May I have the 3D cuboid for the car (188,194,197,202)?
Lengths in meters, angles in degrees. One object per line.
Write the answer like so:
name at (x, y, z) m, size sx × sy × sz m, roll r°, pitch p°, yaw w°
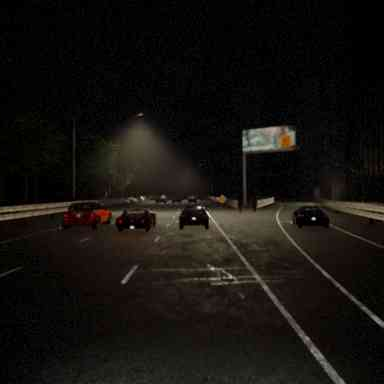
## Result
car at (0.121, 1.463, 83.891) m, size 2.097 × 1.767 × 4.553 m, roll 0°, pitch 0°, yaw 0°

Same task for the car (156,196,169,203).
car at (-6.893, 1.793, 73.925) m, size 1.994 × 1.385 × 4.181 m, roll 0°, pitch 0°, yaw 0°

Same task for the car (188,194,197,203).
car at (0.107, 1.764, 73.498) m, size 2.128 × 1.511 × 4.902 m, roll 0°, pitch 0°, yaw 0°

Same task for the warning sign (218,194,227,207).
warning sign at (4.610, 1.315, 50.114) m, size 1.300 × 1.860 × 1.060 m, roll -1°, pitch -1°, yaw 0°

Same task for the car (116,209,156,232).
car at (-3.371, 1.708, 20.961) m, size 1.895 × 1.301 × 4.718 m, roll 0°, pitch 0°, yaw 0°

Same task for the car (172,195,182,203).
car at (-3.393, 1.765, 73.920) m, size 1.812 × 1.442 × 4.674 m, roll 0°, pitch 0°, yaw 0°

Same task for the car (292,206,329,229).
car at (8.046, 1.661, 22.842) m, size 1.994 × 1.385 × 4.181 m, roll 0°, pitch 0°, yaw 11°

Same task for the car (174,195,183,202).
car at (-3.379, 1.608, 83.925) m, size 1.837 × 1.490 × 4.892 m, roll 0°, pitch 0°, yaw 0°

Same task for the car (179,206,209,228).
car at (0.134, 1.681, 23.248) m, size 1.994 × 1.385 × 4.181 m, roll 0°, pitch 0°, yaw 0°

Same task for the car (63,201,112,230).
car at (-6.868, 1.465, 22.297) m, size 2.097 × 1.767 × 4.553 m, roll 0°, pitch 0°, yaw 0°

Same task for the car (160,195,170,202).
car at (-6.878, 1.632, 83.930) m, size 2.128 × 1.511 × 4.902 m, roll 0°, pitch 0°, yaw 0°
